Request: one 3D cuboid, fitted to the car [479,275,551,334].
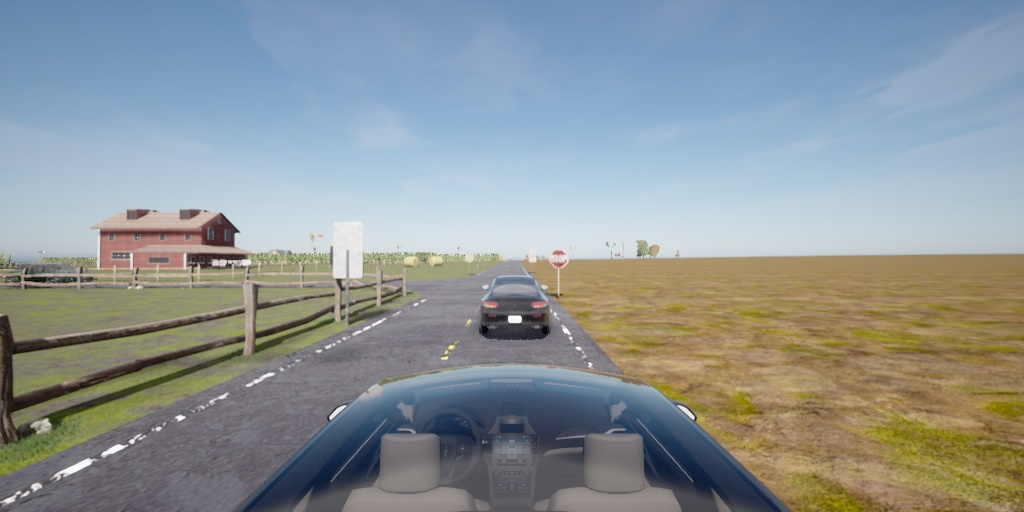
[{"bbox_3d":[0.089,1.294,10.580,1.812,1.442,4.674,0,0,1],"label":"car"}]

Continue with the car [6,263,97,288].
[{"bbox_3d":[-32.884,1.307,25.720,4.553,1.767,2.097,0,-1,0],"label":"car"}]
